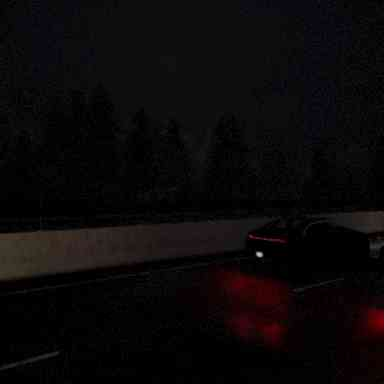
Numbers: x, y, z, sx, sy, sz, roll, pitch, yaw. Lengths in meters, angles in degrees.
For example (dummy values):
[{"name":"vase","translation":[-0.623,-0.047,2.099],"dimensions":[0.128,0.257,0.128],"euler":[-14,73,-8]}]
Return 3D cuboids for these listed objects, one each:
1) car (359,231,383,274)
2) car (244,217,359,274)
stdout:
[{"name":"car","translation":[6.671,1.557,8.492],"dimensions":[4.902,1.511,2.128],"euler":[0,0,-35]},{"name":"car","translation":[3.870,1.557,10.793],"dimensions":[4.902,1.511,2.128],"euler":[0,0,-35]}]
